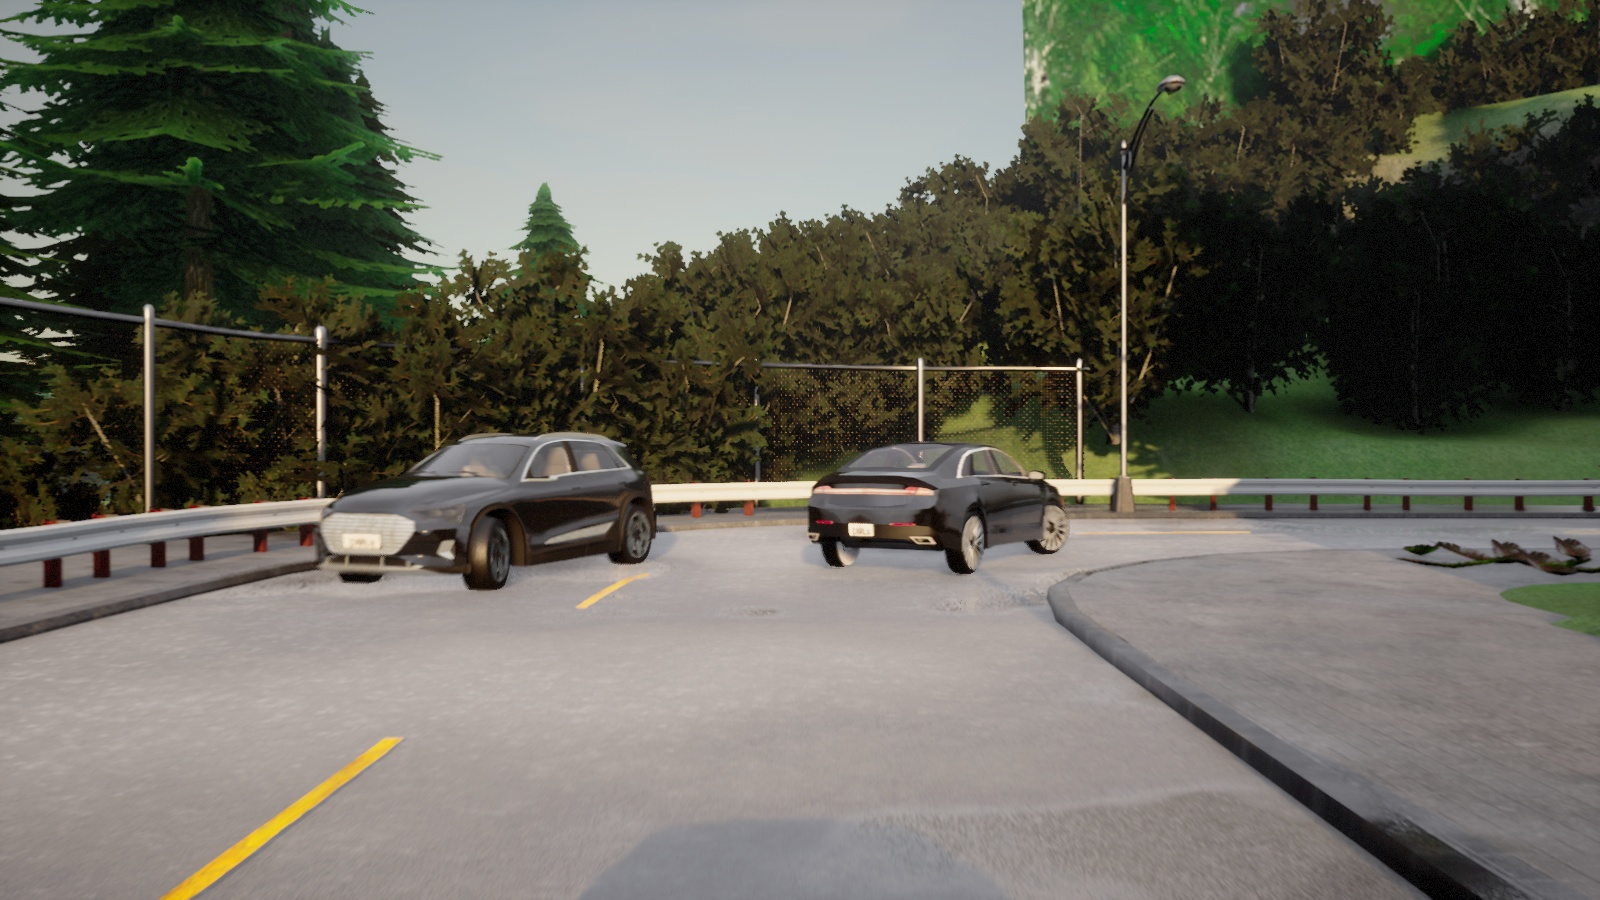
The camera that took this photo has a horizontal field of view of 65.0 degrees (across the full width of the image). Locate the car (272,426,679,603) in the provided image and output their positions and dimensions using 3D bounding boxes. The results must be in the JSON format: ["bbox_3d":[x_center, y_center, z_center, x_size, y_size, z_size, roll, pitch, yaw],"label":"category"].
[{"bbox_3d":[-3.399,0.594,14.353,2.033,1.649,4.856,0,0,21],"label":"car"}]

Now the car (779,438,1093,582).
[{"bbox_3d":[1.909,0.616,15.808,2.128,1.511,4.902,0,0,30],"label":"car"}]
